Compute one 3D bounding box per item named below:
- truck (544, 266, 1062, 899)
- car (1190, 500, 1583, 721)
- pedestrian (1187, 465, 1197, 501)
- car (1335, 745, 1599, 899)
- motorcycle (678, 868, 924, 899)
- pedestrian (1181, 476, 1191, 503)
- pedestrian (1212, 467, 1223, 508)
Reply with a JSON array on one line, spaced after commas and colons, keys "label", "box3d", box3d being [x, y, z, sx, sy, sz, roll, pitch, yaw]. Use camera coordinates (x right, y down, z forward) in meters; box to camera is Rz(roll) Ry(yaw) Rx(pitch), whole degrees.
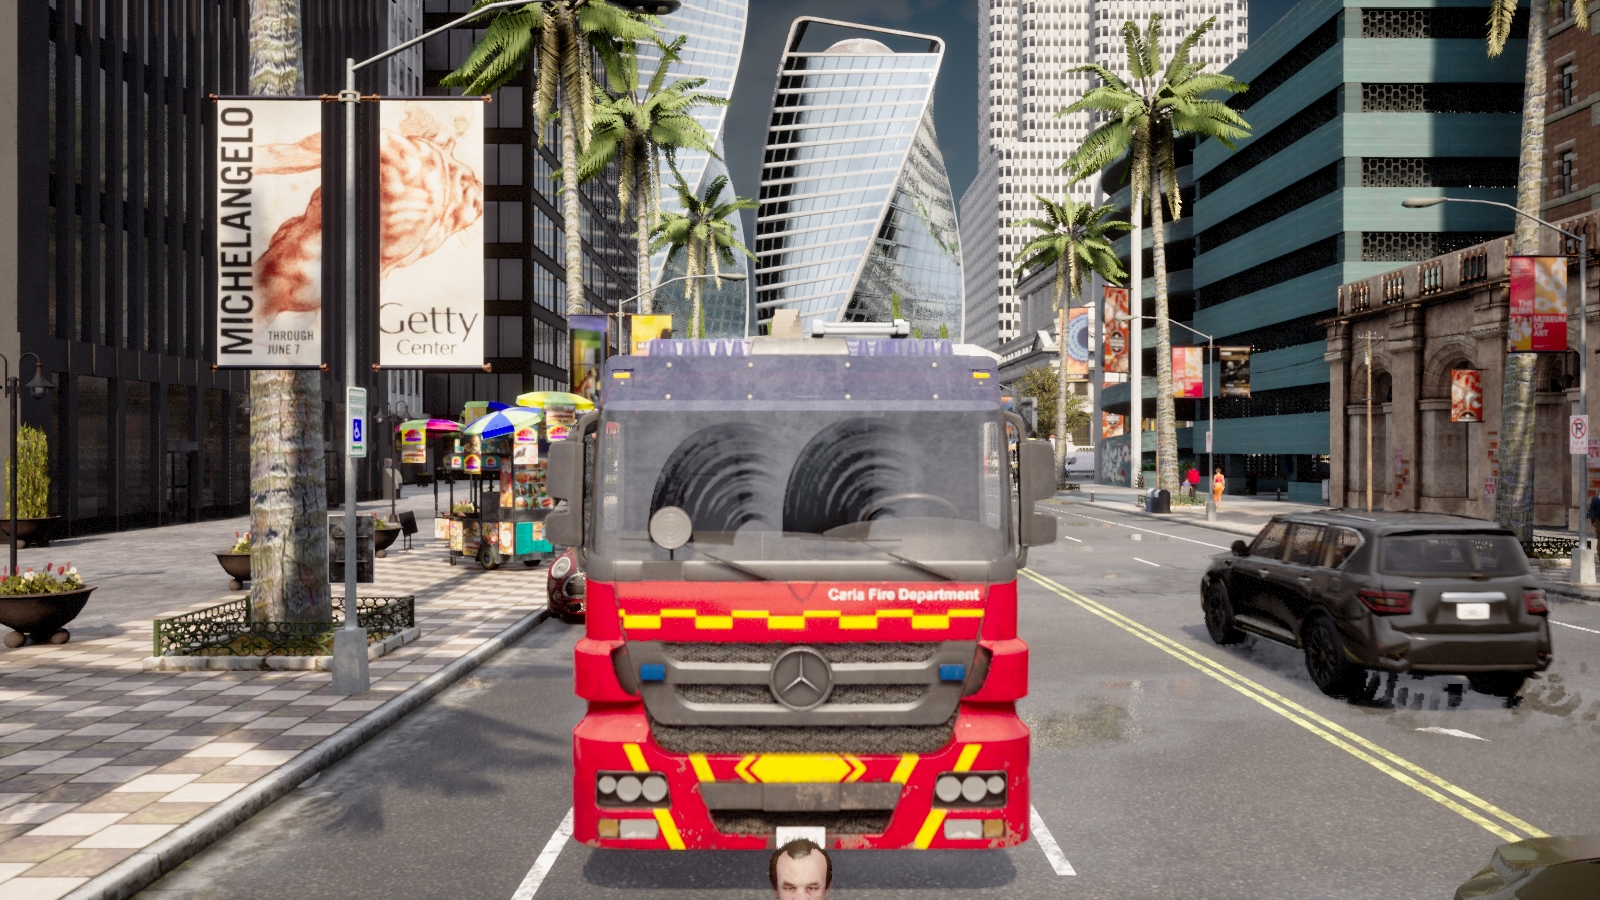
[{"label": "truck", "box3d": [0.020, 0.891, 10.600, 2.891, 3.827, 8.468, 0, 0, 0]}, {"label": "car", "box3d": [7.016, 1.779, 14.598, 2.150, 2.045, 5.566, 0, 0, 0]}, {"label": "pedestrian", "box3d": [20.376, 1.698, 59.380, 0.375, 1.860, 0.375, 0, 0, 6]}, {"label": "car", "box3d": [3.504, 2.061, 2.660, 2.231, 1.480, 4.892, 0, 0, 0]}, {"label": "motorcycle", "box3d": [0.003, 2.182, 3.373, 0.856, 1.236, 1.805, 0, 0, 0]}, {"label": "pedestrian", "box3d": [19.373, 1.976, 57.315, 0.375, 1.300, 0.375, 0, 0, 6]}, {"label": "pedestrian", "box3d": [18.842, 1.696, 51.549, 0.375, 1.860, 0.375, 0, 0, 7]}]
